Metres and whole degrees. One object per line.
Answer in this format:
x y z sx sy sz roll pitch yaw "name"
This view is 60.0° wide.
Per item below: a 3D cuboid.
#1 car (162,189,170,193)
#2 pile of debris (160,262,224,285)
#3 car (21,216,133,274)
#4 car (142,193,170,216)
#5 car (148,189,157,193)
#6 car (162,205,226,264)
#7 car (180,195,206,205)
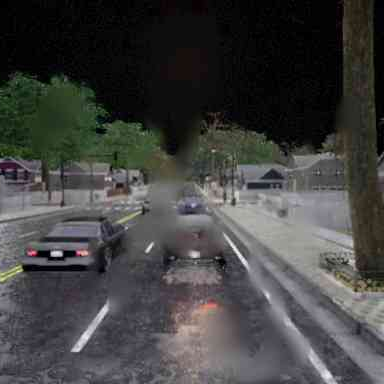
-6.497 -0.051 82.530 1.812 1.442 4.674 0 2 0 "car"
0.000 2.109 8.746 1.500 0.140 1.860 0 1 0 "pile of debris"
-3.150 1.465 10.256 2.033 1.411 5.357 0 1 0 "car"
-3.149 1.162 28.745 2.128 1.511 4.902 0 1 0 "car"
-9.747 -0.023 82.531 1.994 1.385 4.181 0 2 0 "car"
0.091 1.412 11.386 1.837 1.490 4.892 0 1 0 "car"
0.100 1.040 27.764 2.097 1.767 4.553 0 1 0 "car"
